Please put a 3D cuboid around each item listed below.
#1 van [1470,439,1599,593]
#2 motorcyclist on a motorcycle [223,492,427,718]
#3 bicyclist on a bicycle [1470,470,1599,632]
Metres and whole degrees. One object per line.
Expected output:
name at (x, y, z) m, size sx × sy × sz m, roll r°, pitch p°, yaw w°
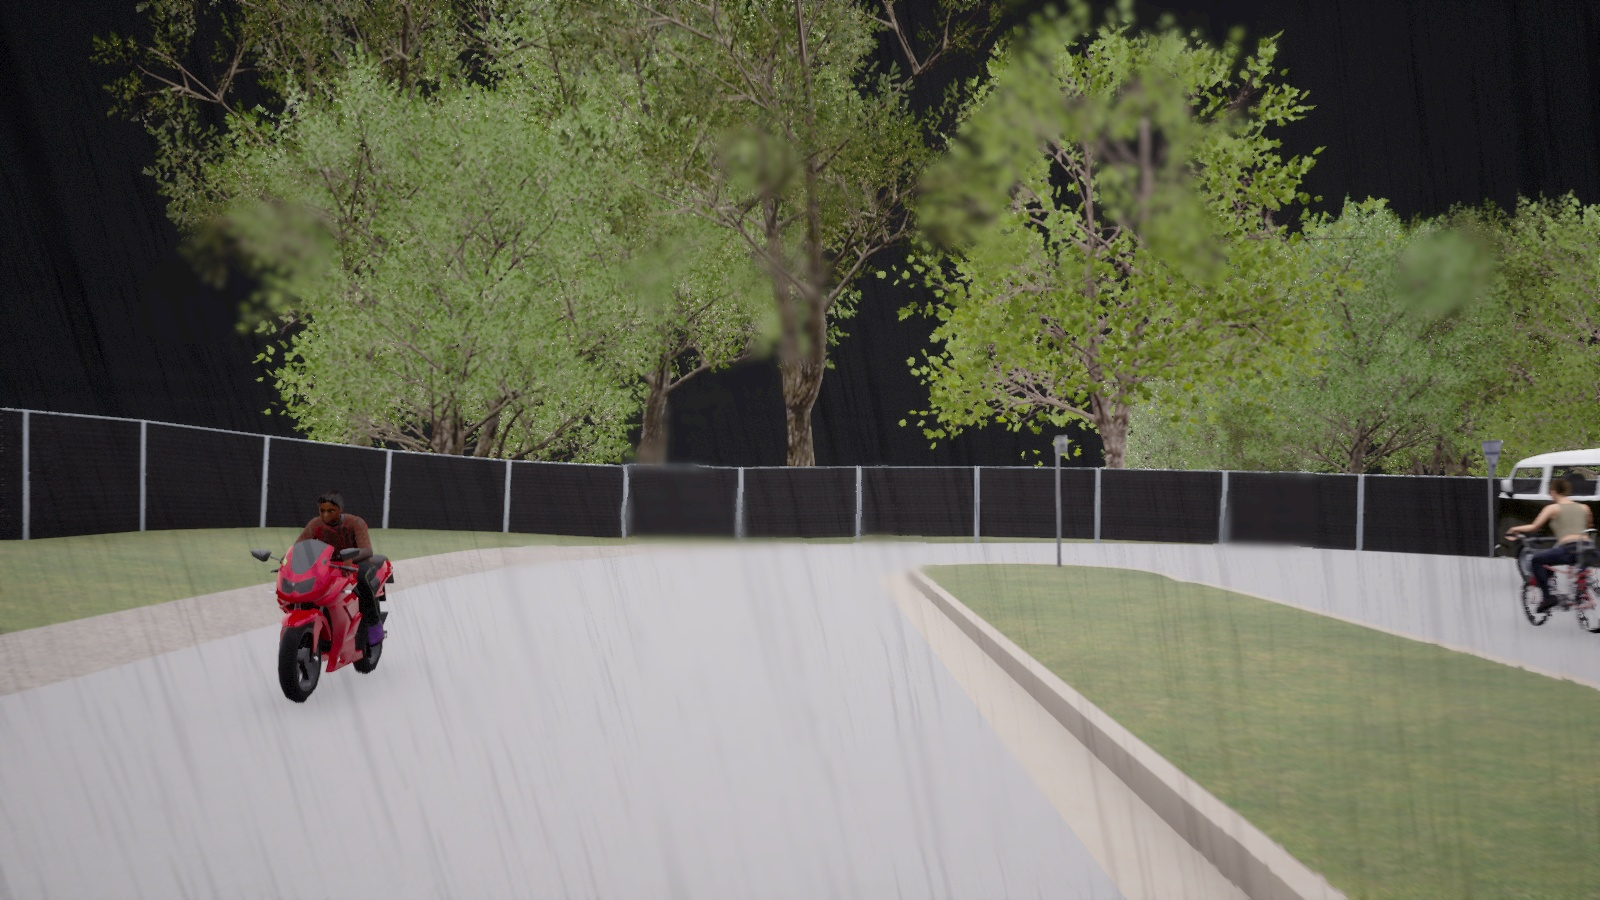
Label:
van at (11.578, 0.871, 17.505) m, size 2.069 × 2.038 × 4.480 m, roll -1°, pitch -1°, yaw 1°
motorcyclist on a motorcycle at (-3.564, 1.095, 9.641) m, size 0.797 × 1.523 × 2.044 m, roll -1°, pitch -2°, yaw 0°
bicyclist on a bicycle at (8.022, 1.051, 13.398) m, size 0.866 × 1.612 × 1.509 m, roll -1°, pitch -3°, yaw 1°
